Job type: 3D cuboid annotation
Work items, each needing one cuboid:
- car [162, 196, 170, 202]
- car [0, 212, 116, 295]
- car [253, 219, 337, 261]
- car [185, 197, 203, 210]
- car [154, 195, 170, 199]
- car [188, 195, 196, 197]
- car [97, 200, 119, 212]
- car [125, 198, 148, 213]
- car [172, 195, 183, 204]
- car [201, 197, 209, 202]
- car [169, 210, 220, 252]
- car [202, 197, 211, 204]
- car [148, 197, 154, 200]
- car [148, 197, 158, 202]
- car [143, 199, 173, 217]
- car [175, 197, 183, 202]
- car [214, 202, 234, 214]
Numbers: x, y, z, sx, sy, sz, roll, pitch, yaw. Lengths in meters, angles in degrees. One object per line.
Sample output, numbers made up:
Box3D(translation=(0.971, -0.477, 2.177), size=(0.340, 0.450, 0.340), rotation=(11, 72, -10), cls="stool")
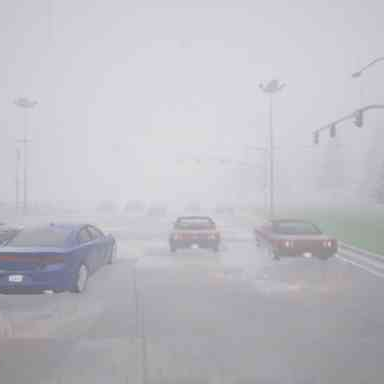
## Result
Box3D(translation=(-7.014, 1.952, 90.010), size=(1.882, 1.535, 5.008), rotation=(0, 0, 0), cls="car")
Box3D(translation=(-3.401, 1.530, 8.913), size=(1.882, 1.535, 5.008), rotation=(0, 0, 0), cls="car")
Box3D(translation=(3.599, 1.675, 12.582), size=(1.895, 1.301, 4.718), rotation=(0, 0, 0), cls="car")
Box3D(translation=(0.095, 1.774, 42.477), size=(1.812, 1.442, 4.674), rotation=(0, 0, 0), cls="car")
Box3D(translation=(-7.012, 1.688, 79.281), size=(2.150, 2.045, 5.566), rotation=(0, 0, 0), cls="car")
Box3D(translation=(-0.012, 1.689, 79.499), size=(2.150, 2.045, 5.566), rotation=(0, 0, 0), cls="car")
Box3D(translation=(-10.405, 1.734, 41.368), size=(2.128, 1.511, 4.902), rotation=(0, 0, 0), cls="car")
Box3D(translation=(-6.904, 1.742, 40.497), size=(1.837, 1.490, 4.892), rotation=(0, 0, 0), cls="car")
Box3D(translation=(-3.512, 1.690, 79.576), size=(2.150, 2.045, 5.566), rotation=(0, 0, 0), cls="car")
Box3D(translation=(3.486, 2.021, 90.010), size=(1.994, 1.385, 4.181), rotation=(0, 0, 0), cls="car")
Box3D(translation=(0.098, 1.685, 14.235), size=(1.895, 1.301, 4.718), rotation=(0, 0, 0), cls="car")
Box3D(translation=(3.488, 2.003, 79.385), size=(2.033, 1.411, 5.357), rotation=(0, 0, 0), cls="car")
Box3D(translation=(-10.512, 2.021, 80.248), size=(1.994, 1.385, 4.181), rotation=(0, 0, 0), cls="car")
Box3D(translation=(-10.514, 1.999, 90.009), size=(2.128, 1.511, 4.902), rotation=(0, 0, 0), cls="car")
Box3D(translation=(-3.403, 1.747, 34.054), size=(2.033, 1.411, 5.357), rotation=(0, 0, 0), cls="car")
Box3D(translation=(-3.514, 1.996, 90.010), size=(2.128, 1.511, 4.902), rotation=(0, 0, 0), cls="car")
Box3D(translation=(3.594, 1.824, 38.185), size=(1.895, 1.301, 4.718), rotation=(0, 0, 0), cls="car")
